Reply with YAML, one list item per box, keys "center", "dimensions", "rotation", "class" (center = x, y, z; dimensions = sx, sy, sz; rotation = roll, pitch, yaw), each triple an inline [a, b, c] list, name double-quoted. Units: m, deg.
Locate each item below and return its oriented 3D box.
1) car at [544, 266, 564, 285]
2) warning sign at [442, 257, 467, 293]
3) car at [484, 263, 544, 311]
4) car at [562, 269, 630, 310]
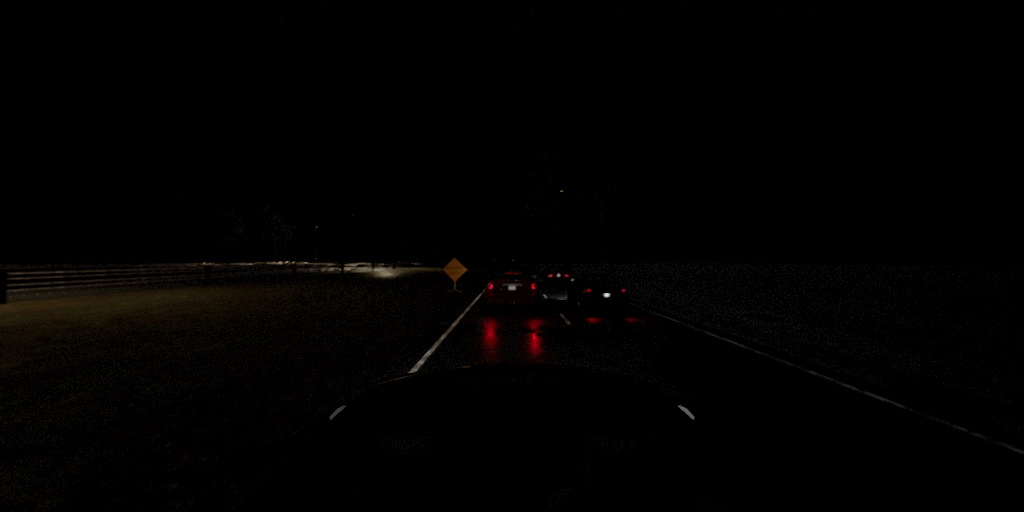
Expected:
- center: [3.516, 1.554, 29.399]
  dimensions: [2.033, 1.411, 5.357]
  rotation: [0, -1, 0]
  class: "car"
- center: [-3.045, 1.009, 19.102]
  dimensions: [1.300, 1.860, 1.060]
  rotation: [0, 0, 0]
  class: "warning sign"
- center: [0.021, 1.213, 15.282]
  dimensions: [2.097, 1.767, 4.553]
  rotation: [0, -1, 0]
  class: "car"
- center: [3.524, 1.427, 15.284]
  dimensions: [1.994, 1.385, 4.181]
  rotation: [0, 0, 0]
  class: "car"
